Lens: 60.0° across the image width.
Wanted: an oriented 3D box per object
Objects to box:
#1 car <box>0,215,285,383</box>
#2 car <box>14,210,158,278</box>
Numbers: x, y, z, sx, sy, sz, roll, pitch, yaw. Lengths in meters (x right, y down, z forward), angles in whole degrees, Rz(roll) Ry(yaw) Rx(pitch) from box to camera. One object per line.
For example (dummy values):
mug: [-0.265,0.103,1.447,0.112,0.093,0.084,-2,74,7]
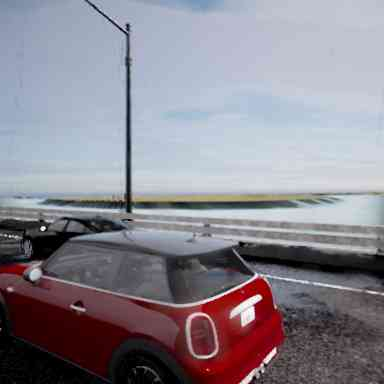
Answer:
car: [-1.128,1.355,4.809,4.553,1.767,2.097,0,0,36]
car: [-3.636,1.485,10.915,5.008,1.535,1.882,0,0,36]
